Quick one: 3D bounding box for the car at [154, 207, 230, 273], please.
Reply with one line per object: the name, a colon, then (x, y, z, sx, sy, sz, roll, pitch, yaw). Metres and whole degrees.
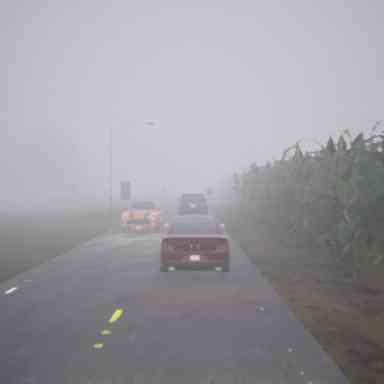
car: (0.084, 1.464, 10.618, 1.882, 1.535, 5.008, 0, 0, 0)

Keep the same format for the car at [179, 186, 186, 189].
car: (-2.743, -0.918, 94.488, 1.837, 1.490, 4.892, 0, 3, 0)

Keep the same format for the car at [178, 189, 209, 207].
car: (0.086, 1.055, 25.440, 2.150, 2.045, 5.566, 0, 1, 0)

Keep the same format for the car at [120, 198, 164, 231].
car: (-2.841, 1.262, 19.811, 2.097, 1.767, 4.553, 0, 1, 0)
